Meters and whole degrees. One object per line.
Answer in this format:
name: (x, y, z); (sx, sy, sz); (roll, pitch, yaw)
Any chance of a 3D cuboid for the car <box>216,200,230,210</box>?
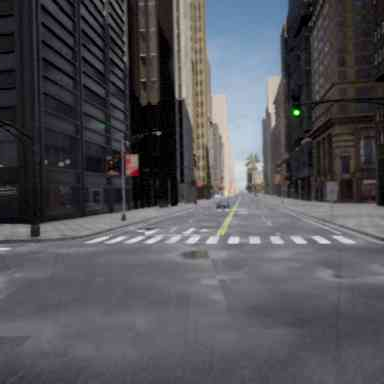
car: (4.849, 1.992, 51.570); (1.994, 1.385, 4.181); (-1, -1, 9)
